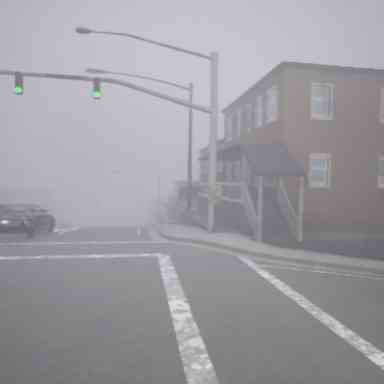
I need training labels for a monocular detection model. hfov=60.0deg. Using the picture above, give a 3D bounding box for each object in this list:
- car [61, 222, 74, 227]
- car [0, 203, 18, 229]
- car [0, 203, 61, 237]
[{"bbox_3d":[-14.992,4.344,39.005,2.097,1.767,4.553,1,-11,-8],"label":"car"},{"bbox_3d":[-11.972,1.359,19.266,1.837,1.490,4.892,1,-3,-9],"label":"car"},{"bbox_3d":[-7.571,1.220,14.921,1.994,1.385,4.181,1,-2,-9],"label":"car"}]
